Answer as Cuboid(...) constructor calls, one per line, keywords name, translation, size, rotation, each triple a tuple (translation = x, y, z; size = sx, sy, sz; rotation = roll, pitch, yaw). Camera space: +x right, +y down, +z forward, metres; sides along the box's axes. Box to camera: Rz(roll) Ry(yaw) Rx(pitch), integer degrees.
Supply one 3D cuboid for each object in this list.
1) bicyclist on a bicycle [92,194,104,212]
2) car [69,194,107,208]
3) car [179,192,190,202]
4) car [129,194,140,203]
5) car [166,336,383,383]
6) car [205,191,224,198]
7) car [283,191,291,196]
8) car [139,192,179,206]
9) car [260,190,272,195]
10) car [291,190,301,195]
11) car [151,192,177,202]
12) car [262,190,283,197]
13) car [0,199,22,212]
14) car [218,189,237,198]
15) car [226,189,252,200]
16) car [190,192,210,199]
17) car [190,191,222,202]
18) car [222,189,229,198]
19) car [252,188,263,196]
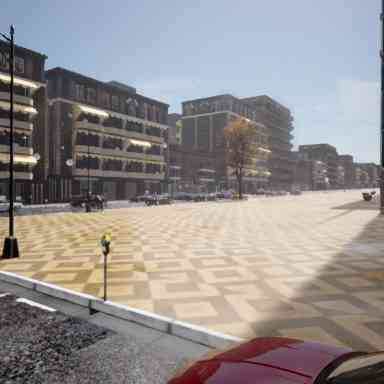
Cuboid(name="bicyclist on a bicycle", translation=(-8.694, 1.020, 30.646), size=(1.656, 1.620, 0.582), rotation=(0, 1, 35))
Cuboid(name="car", translation=(-12.550, 1.060, 40.422), size=(1.837, 1.490, 4.892), rotation=(1, 2, 35))
Cuboid(name="car", translation=(0.760, 0.834, 54.105), size=(2.033, 1.411, 5.357), rotation=(1, 1, 35))
Cuboid(name="car", translation=(-7.842, 0.913, 51.752), size=(1.947, 1.339, 4.313), rotation=(2, 2, 35))
Cuboid(name="car", translation=(1.756, 1.545, 1.612), size=(4.507, 1.381, 1.887), rotation=(0, 0, 36))
Cuboid(name="car", translation=(4.745, 0.529, 69.923), size=(1.752, 1.417, 4.829), rotation=(2, 2, 35))
Cuboid(name="car", translation=(21.244, 0.362, 79.025), size=(2.008, 1.369, 4.403), rotation=(2, 2, 35))
Cuboid(name="car", translation=(-4.125, 1.053, 42.402), size=(2.008, 1.369, 4.403), rotation=(2, 2, 35))
Cuboid(name="car", translation=(20.697, 0.118, 92.953), size=(1.887, 1.381, 4.507), rotation=(2, 2, 35))
Cuboid(name="car", translation=(27.587, 0.081, 88.178), size=(1.967, 1.590, 4.097), rotation=(2, 2, 35))
Cuboid(name="car", translation=(-4.671, 0.811, 56.330), size=(2.008, 1.369, 4.403), rotation=(2, 2, 35))
Cuboid(name="car", translation=(18.073, 0.448, 74.448), size=(2.008, 1.369, 4.403), rotation=(2, 2, 35))
Cuboid(name="car", translation=(-18.797, 1.330, 31.412), size=(1.895, 1.301, 4.718), rotation=(1, 1, 35))
Cuboid(name="car", translation=(8.016, 0.230, 74.636), size=(2.192, 1.841, 5.009), rotation=(2, 2, 35))
Cuboid(name="car", translation=(8.657, 0.678, 60.853), size=(1.752, 1.417, 4.829), rotation=(2, 2, 35))
Cuboid(name="car", translation=(1.671, 0.653, 65.486), size=(1.947, 1.339, 4.313), rotation=(2, 2, 35))
Cuboid(name="car", translation=(2.217, 0.879, 51.558), size=(2.008, 1.369, 4.403), rotation=(2, 2, 35))
Cuboid(name="car", translation=(6.619, 0.673, 62.656), size=(2.033, 1.411, 5.357), rotation=(1, 1, 35))
Cuboid(name="car", translation=(17.529, -0.026, 88.369), size=(2.192, 1.841, 5.009), rotation=(2, 2, 35))
